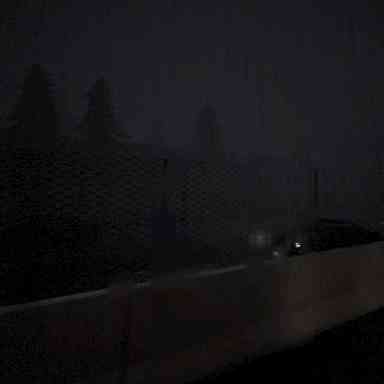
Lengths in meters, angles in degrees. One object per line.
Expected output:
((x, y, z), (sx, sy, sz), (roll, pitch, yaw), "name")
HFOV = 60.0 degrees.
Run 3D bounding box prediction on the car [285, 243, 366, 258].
((4.367, 1.607, 11.404), (4.718, 1.301, 1.895), (0, 0, -35), "car")
